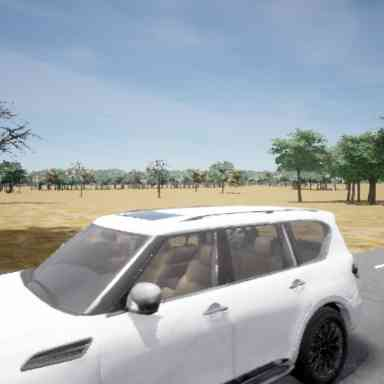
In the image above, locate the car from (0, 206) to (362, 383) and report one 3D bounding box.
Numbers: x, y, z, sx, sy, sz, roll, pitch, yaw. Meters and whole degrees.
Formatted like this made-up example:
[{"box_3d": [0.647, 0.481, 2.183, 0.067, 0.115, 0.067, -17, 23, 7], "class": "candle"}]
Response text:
[{"box_3d": [-0.310, 1.222, 3.771, 5.566, 2.045, 2.150, 0, 0, -35], "class": "car"}]
